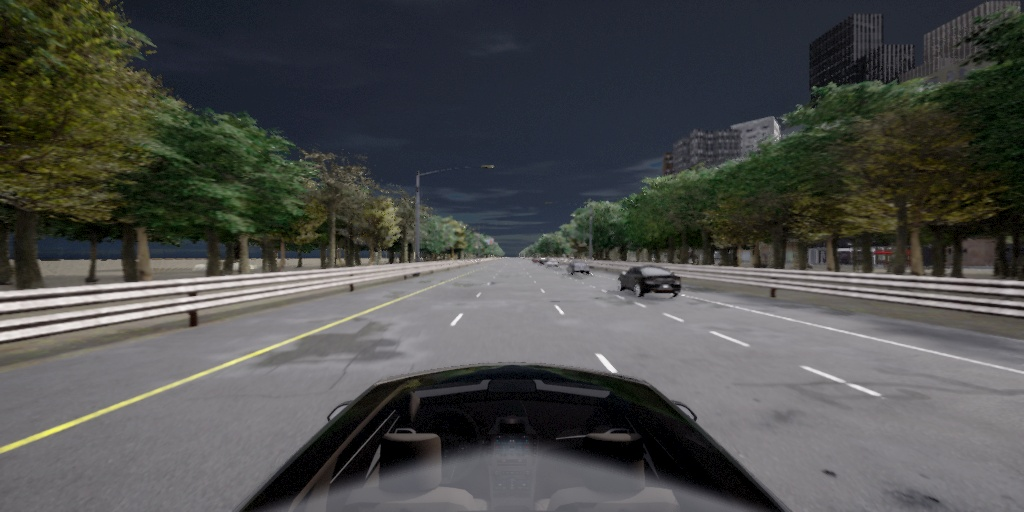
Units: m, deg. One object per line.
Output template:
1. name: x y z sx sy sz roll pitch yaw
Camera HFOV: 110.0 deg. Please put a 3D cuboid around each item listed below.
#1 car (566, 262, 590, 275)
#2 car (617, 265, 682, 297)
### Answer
1. car: 7.088 1.331 38.856 2.033 1.411 5.357 0 0 0
2. car: 7.024 1.240 18.864 1.882 1.535 5.008 0 0 0
